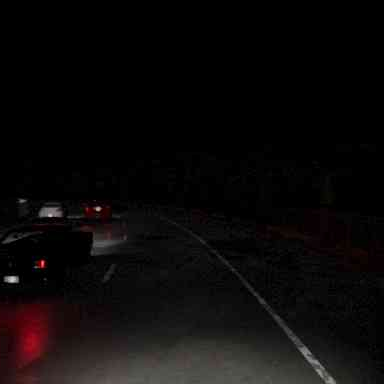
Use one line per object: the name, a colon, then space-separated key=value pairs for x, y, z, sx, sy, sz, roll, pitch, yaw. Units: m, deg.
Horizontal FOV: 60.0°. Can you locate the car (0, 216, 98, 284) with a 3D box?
car: x=-4.115 y=1.601 z=9.405 sx=1.895 sy=1.301 sz=4.718 roll=0 pitch=0 yaw=-6

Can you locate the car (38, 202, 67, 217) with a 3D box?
car: x=-11.243 y=1.525 z=27.002 sx=1.812 sy=1.442 sz=4.674 roll=0 pitch=0 yaw=-16

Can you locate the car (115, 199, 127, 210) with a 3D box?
car: x=-9.578 y=1.563 z=42.436 sx=1.994 sy=1.385 sz=4.181 roll=0 pitch=0 yaw=-24

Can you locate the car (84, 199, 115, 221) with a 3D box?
car: x=-7.626 y=1.352 z=27.057 sx=2.097 sy=1.767 sz=4.553 roll=0 pitch=0 yaw=-15
